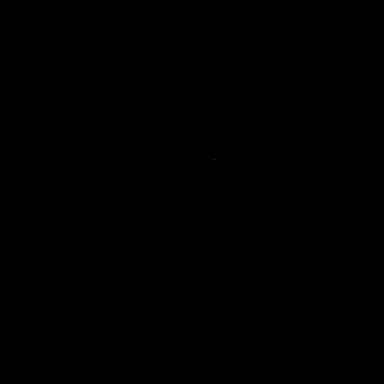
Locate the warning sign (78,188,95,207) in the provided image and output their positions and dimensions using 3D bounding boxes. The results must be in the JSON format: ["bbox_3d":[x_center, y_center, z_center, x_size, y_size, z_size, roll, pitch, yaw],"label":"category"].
[{"bbox_3d":[-10.559,0.565,33.305,1.300,1.860,1.060,1,0,28],"label":"warning sign"}]
